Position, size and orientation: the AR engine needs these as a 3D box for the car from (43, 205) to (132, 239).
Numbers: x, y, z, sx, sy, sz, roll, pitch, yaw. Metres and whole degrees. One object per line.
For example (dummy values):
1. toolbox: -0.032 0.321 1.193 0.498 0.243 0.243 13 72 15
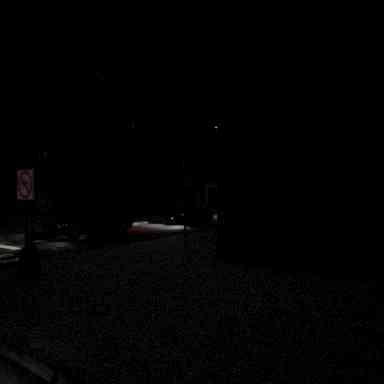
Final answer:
1. car: -5.424 1.516 17.866 1.882 1.535 5.008 0 0 35

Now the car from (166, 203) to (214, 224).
1. car: -0.045 1.582 25.417 1.812 1.442 4.674 0 0 35
